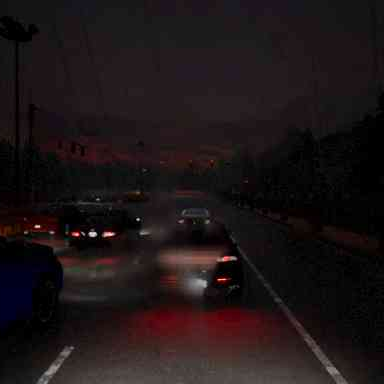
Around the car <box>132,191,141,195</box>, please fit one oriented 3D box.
[{"bbox_3d":[-13.587,0.961,75.725,1.812,1.442,4.674,0,0,0],"label":"car"}]

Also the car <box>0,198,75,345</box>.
[{"bbox_3d":[-3.387,1.204,3.606,2.150,2.045,5.566,0,0,0],"label":"car"}]

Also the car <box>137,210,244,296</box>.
[{"bbox_3d":[0.127,1.438,8.462,2.128,1.511,4.902,0,0,0],"label":"car"}]

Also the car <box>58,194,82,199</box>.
[{"bbox_3d":[-20.777,1.066,55.706,1.882,1.535,5.008,0,0,2],"label":"car"}]

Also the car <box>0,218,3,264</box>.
[{"bbox_3d":[-6.881,1.512,8.207,1.994,1.385,4.181,0,0,1],"label":"car"}]

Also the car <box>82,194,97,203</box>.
[{"bbox_3d":[-17.270,1.139,57.409,1.994,1.385,4.181,0,0,1],"label":"car"}]

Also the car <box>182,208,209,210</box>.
[{"bbox_3d":[0.174,1.476,17.792,1.895,1.301,4.718,0,0,0],"label":"car"}]

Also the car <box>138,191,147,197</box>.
[{"bbox_3d":[-13.499,0.415,90.765,1.882,1.535,5.008,0,0,0],"label":"car"}]

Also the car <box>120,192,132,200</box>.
[{"bbox_3d":[-13.683,1.043,65.122,1.812,1.442,4.674,0,1,1],"label":"car"}]

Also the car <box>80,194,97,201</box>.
[{"bbox_3d":[-20.643,1.109,66.273,1.895,1.301,4.718,0,0,0],"label":"car"}]

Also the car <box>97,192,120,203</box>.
[{"bbox_3d":[-13.791,1.116,55.442,1.812,1.442,4.674,0,0,1],"label":"car"}]

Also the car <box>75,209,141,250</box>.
[{"bbox_3d":[-3.348,1.453,13.779,2.033,1.411,5.357,0,0,0],"label":"car"}]

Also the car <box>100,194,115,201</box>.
[{"bbox_3d":[-17.136,1.064,67.385,1.994,1.385,4.181,0,0,0],"label":"car"}]

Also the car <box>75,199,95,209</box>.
[{"bbox_3d":[-6.843,1.358,17.192,1.882,1.535,5.008,0,0,0],"label":"car"}]

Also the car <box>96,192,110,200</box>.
[{"bbox_3d":[-20.580,0.905,76.935,1.882,1.535,5.008,0,0,0],"label":"car"}]

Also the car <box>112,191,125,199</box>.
[{"bbox_3d":[-17.077,0.778,77.518,2.097,1.767,4.553,0,0,0],"label":"car"}]
